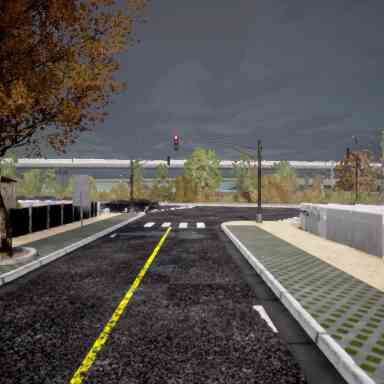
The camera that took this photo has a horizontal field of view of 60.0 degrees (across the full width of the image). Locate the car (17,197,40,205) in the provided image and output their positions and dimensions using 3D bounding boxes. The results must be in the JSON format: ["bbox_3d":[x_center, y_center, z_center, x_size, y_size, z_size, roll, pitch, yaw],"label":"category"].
[{"bbox_3d":[-32.437,1.740,65.925,4.902,1.511,2.128,-1,2,36],"label":"car"}]

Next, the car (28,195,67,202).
[{"bbox_3d":[-21.742,1.532,49.968,5.566,2.045,2.150,-1,1,36],"label":"car"}]

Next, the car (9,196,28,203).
[{"bbox_3d":[-38.963,1.585,74.674,4.892,1.490,1.837,-1,2,36],"label":"car"}]

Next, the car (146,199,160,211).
[{"bbox_3d":[-6.399,1.559,42.865,5.008,1.535,1.882,0,2,36],"label":"car"}]

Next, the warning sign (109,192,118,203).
[{"bbox_3d":[-14.246,0.995,60.260,1.060,1.860,1.300,2,1,36],"label":"warning sign"}]

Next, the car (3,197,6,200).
[{"bbox_3d":[-40.871,1.734,72.047,5.357,1.411,2.033,-1,2,36],"label":"car"}]

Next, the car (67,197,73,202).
[{"bbox_3d":[-18.512,1.538,51.669,4.553,1.767,2.097,0,2,36],"label":"car"}]

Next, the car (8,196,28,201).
[{"bbox_3d":[-31.386,1.779,61.130,5.008,1.535,1.882,-1,2,36],"label":"car"}]

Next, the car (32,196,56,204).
[{"bbox_3d":[-30.525,1.625,68.548,4.902,1.511,2.128,-1,2,36],"label":"car"}]

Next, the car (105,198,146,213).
[{"bbox_3d":[-8.404,1.670,40.305,5.008,1.535,1.882,0,2,36],"label":"car"}]
